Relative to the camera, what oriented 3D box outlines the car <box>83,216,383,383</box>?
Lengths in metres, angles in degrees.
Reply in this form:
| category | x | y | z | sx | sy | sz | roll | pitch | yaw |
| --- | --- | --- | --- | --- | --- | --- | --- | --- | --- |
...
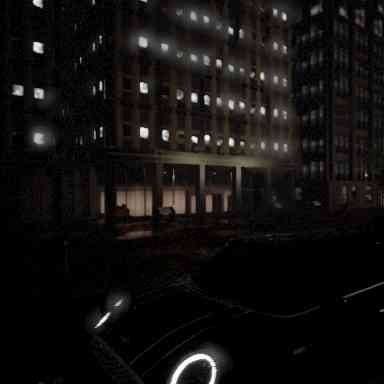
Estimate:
| category | x | y | z | sx | sy | sz | roll | pitch | yaw |
| --- | --- | --- | --- | --- | --- | --- | --- | --- | --- |
| car | 1.085 | 1.329 | 4.105 | 4.553 | 1.767 | 2.097 | -1 | 0 | -35 |
